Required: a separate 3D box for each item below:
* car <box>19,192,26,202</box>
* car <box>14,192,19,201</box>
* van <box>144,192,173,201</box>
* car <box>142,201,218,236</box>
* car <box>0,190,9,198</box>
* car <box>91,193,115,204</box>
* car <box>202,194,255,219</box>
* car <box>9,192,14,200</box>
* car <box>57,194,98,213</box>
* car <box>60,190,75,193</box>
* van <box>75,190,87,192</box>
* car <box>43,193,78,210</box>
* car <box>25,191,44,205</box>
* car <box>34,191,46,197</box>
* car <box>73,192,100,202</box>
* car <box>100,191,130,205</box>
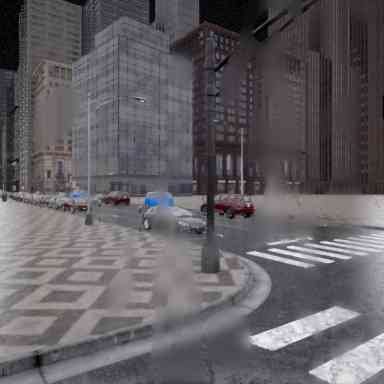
[{"bbox_3d":[-23.209,0.875,48.100,2.008,1.369,4.403,1,0,-35],"label":"car"},{"bbox_3d":[-26.377,0.702,52.543,1.967,1.590,4.097,1,0,-36],"label":"car"},{"bbox_3d":[-3.577,0.930,35.266,1.690,1.788,3.998,1,0,-35],"label":"van"},{"bbox_3d":[-1.015,1.366,16.991,2.008,1.369,4.403,1,0,-35],"label":"car"},{"bbox_3d":[-39.062,0.611,70.319,1.947,1.339,4.313,1,0,-36],"label":"car"},{"bbox_3d":[-13.094,0.934,48.600,2.008,1.369,4.403,1,0,-35],"label":"car"},{"bbox_3d":[2.765,1.049,26.377,2.192,1.841,5.009,1,0,-35],"label":"car"},{"bbox_3d":[-29.550,0.748,56.987,1.887,1.381,4.507,1,0,-36],"label":"car"},{"bbox_3d":[-10.526,1.139,30.323,1.887,1.381,4.507,1,0,-35],"label":"car"},{"bbox_3d":[-21.860,0.778,56.445,1.812,1.442,4.674,0,1,-35],"label":"car"},{"bbox_3d":[-19.433,0.598,57.489,1.690,1.788,3.998,1,0,-35],"label":"van"},{"bbox_3d":[-13.696,1.074,34.766,2.008,1.369,4.403,1,0,-35],"label":"car"},{"bbox_3d":[-20.038,0.940,43.655,2.008,1.369,4.403,1,0,-36],"label":"car"},{"bbox_3d":[-38.461,0.495,84.155,1.887,1.381,4.507,0,0,-36],"label":"car"},{"bbox_3d":[-14.985,0.990,46.810,1.895,1.301,4.718,0,1,-36],"label":"car"},{"bbox_3d":[-9.919,0.765,44.155,2.192,1.841,5.009,1,0,-35],"label":"car"}]
